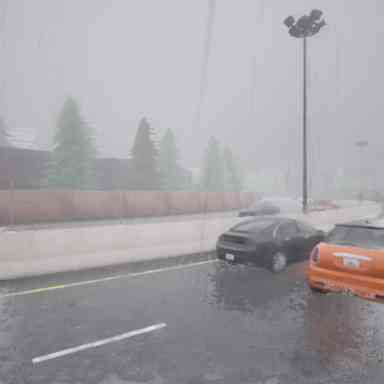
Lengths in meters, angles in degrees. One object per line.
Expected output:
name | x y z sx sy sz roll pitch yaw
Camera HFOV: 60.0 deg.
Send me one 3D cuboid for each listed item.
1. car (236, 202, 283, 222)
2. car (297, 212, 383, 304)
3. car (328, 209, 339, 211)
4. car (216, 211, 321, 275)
car | 6.001 1.662 29.071 1.882 1.535 5.008 0 0 40
car | 4.732 1.405 7.811 4.553 1.767 2.097 0 0 -40
car | 12.859 1.561 32.144 2.097 1.767 4.553 0 0 36
car | 2.913 1.575 10.824 4.892 1.490 1.837 0 0 -40
